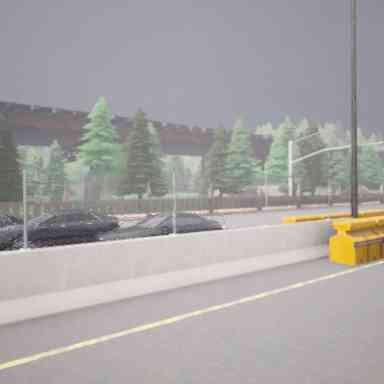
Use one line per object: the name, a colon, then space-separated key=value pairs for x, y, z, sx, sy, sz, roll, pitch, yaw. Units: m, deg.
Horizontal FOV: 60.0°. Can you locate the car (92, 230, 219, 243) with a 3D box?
car: x=-0.950 y=1.472 z=11.900 sx=4.674 sy=1.442 sz=1.812 roll=-1 pitch=0 yaw=-35

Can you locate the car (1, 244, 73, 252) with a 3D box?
car: x=-5.264 y=1.474 z=13.126 sx=4.892 sy=1.490 sz=1.837 roll=-1 pitch=1 yaw=-35
